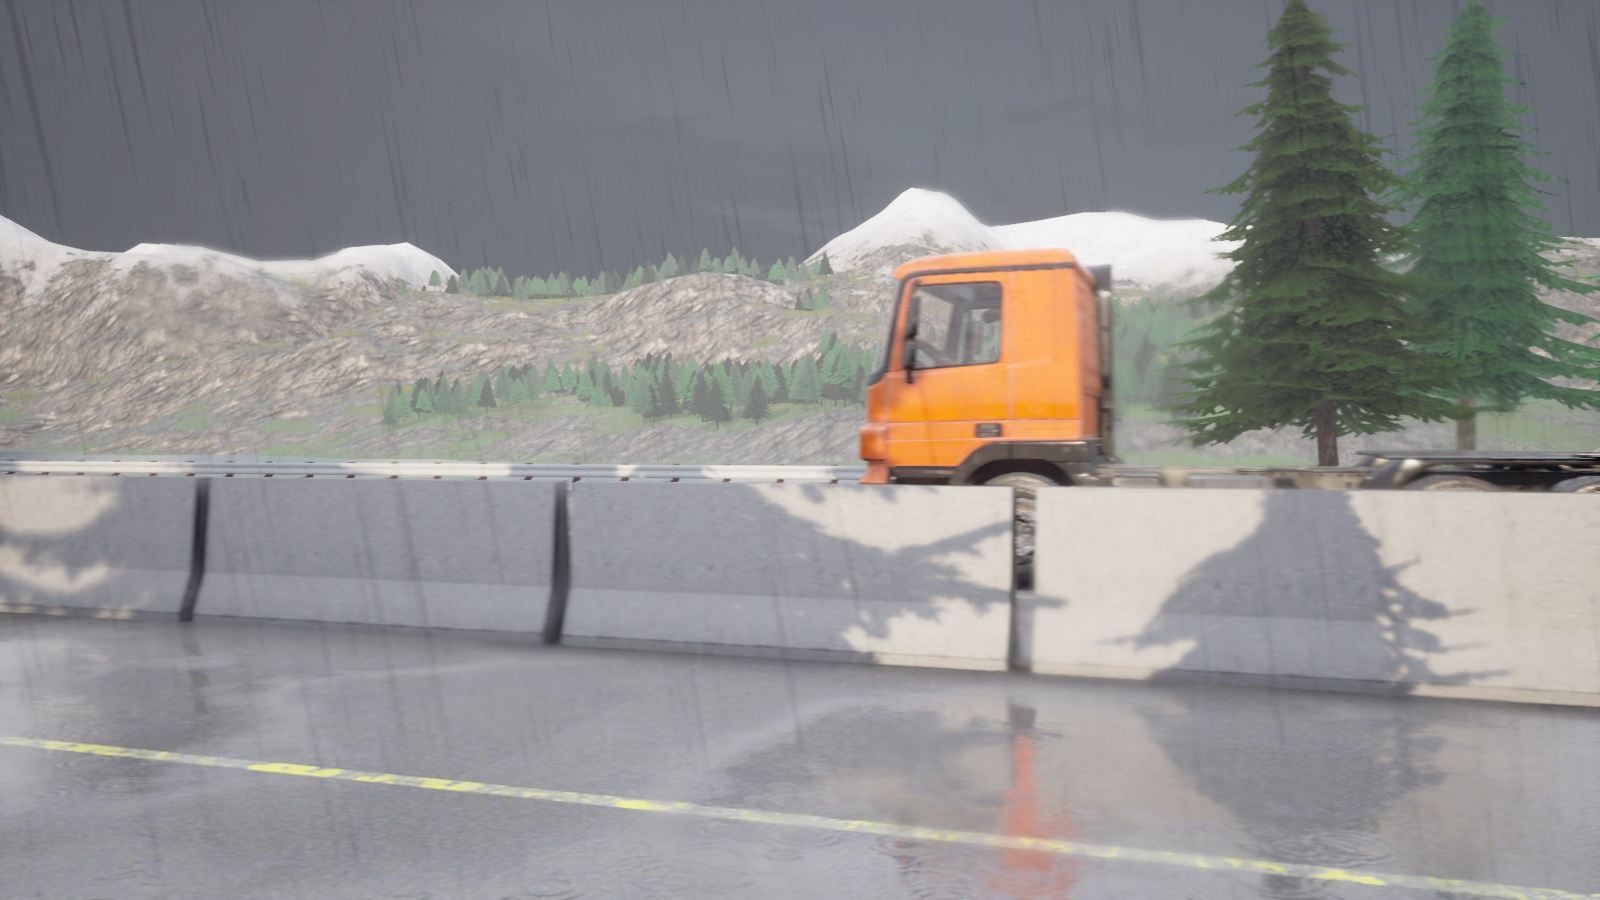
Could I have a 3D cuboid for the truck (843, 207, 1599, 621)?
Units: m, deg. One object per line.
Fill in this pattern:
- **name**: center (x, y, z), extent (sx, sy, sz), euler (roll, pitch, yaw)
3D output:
- **truck**: center (4.659, -0.341, 12.689), extent (7.936, 3.462, 2.891), euler (1, 1, 19)
